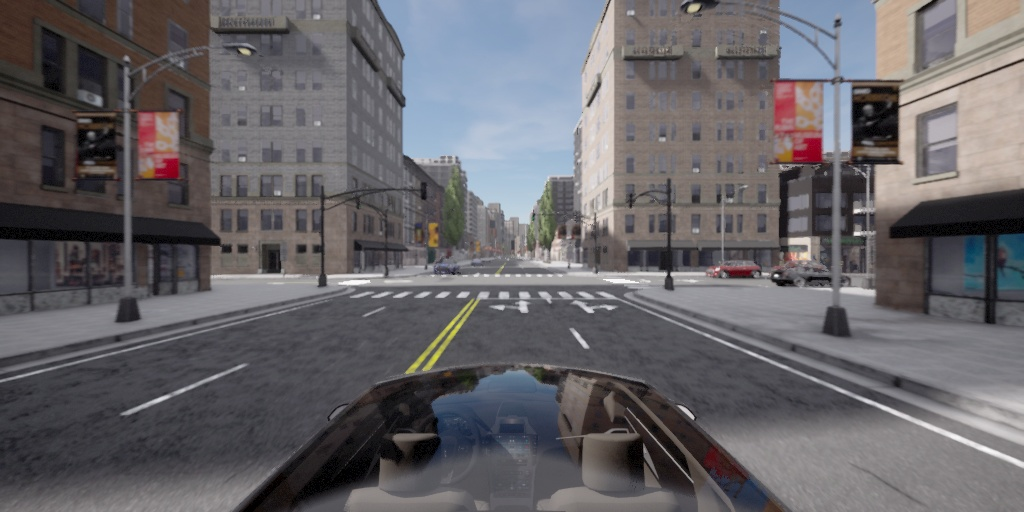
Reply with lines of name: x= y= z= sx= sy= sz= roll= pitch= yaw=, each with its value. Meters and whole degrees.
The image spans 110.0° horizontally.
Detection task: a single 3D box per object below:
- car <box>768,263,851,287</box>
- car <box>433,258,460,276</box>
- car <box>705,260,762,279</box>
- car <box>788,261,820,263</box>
car: x=18.870 y=1.286 z=22.771 sx=4.313 sy=1.339 sz=1.948 roll=0 pitch=0 yaw=0
car: x=-6.508 y=0.990 z=36.139 sx=2.097 sy=1.767 sz=4.553 roll=0 pitch=0 yaw=0
car: x=18.910 y=1.110 z=30.796 sx=4.097 sy=1.591 sz=1.967 roll=0 pitch=0 yaw=0
car: x=24.421 y=1.109 z=30.769 sx=4.097 sy=1.591 sz=1.967 roll=0 pitch=0 yaw=0
